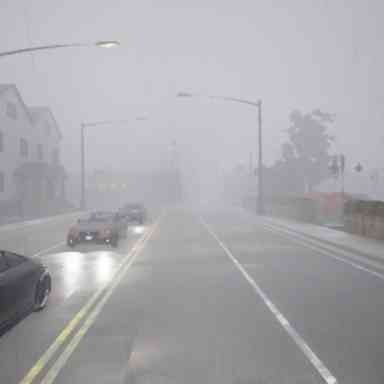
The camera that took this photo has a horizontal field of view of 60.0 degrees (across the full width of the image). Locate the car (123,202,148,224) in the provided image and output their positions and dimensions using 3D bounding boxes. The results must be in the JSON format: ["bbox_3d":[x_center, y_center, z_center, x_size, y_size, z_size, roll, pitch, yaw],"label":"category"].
[{"bbox_3d":[-4.477,1.560,25.344,1.837,1.490,4.892,0,0,-2],"label":"car"}]

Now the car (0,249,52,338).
[{"bbox_3d":[-3.742,1.598,4.985,1.994,1.385,4.181,0,0,-2],"label":"car"}]

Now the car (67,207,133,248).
[{"bbox_3d":[-4.110,1.608,15.034,1.994,1.385,4.181,0,0,-2],"label":"car"}]
